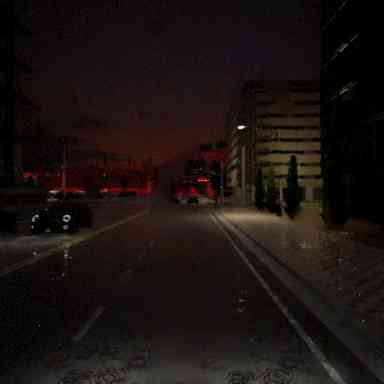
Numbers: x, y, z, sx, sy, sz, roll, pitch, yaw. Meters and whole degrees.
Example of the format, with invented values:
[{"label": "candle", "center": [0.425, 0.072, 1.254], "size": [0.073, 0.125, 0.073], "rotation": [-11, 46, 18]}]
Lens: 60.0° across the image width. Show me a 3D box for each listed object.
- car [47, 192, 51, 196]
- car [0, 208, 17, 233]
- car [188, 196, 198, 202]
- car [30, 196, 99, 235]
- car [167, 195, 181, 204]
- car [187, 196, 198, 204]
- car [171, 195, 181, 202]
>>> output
[{"label": "car", "center": [-35.812, 1.173, 78.880], "size": [1.970, 1.475, 3.806], "rotation": [0, 0, 0]}, {"label": "car", "center": [-10.547, 1.466, 16.606], "size": [1.812, 1.442, 4.674], "rotation": [0, 0, 0]}, {"label": "car", "center": [0.194, 1.424, 69.892], "size": [1.895, 1.301, 4.718], "rotation": [0, 0, 0]}, {"label": "car", "center": [-7.036, 1.307, 18.490], "size": [2.097, 1.767, 4.553], "rotation": [0, 0, 0]}, {"label": "car", "center": [-3.336, 1.382, 59.451], "size": [1.882, 1.535, 5.008], "rotation": [0, 0, 0]}, {"label": "car", "center": [0.165, 1.483, 59.858], "size": [1.994, 1.385, 4.181], "rotation": [0, 0, 0]}, {"label": "car", "center": [-3.306, 1.339, 69.872], "size": [1.812, 1.442, 4.674], "rotation": [0, 0, 0]}]
